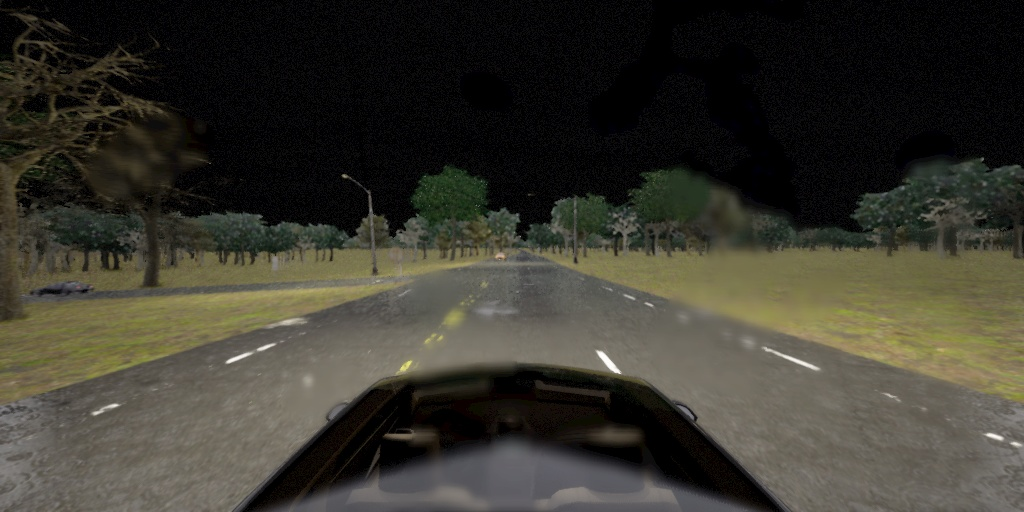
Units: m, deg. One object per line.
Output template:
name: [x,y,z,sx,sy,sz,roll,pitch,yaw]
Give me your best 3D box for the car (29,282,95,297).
car: [-48.771,3.534,38.940,5.357,1.411,2.033,-3,2,1]
